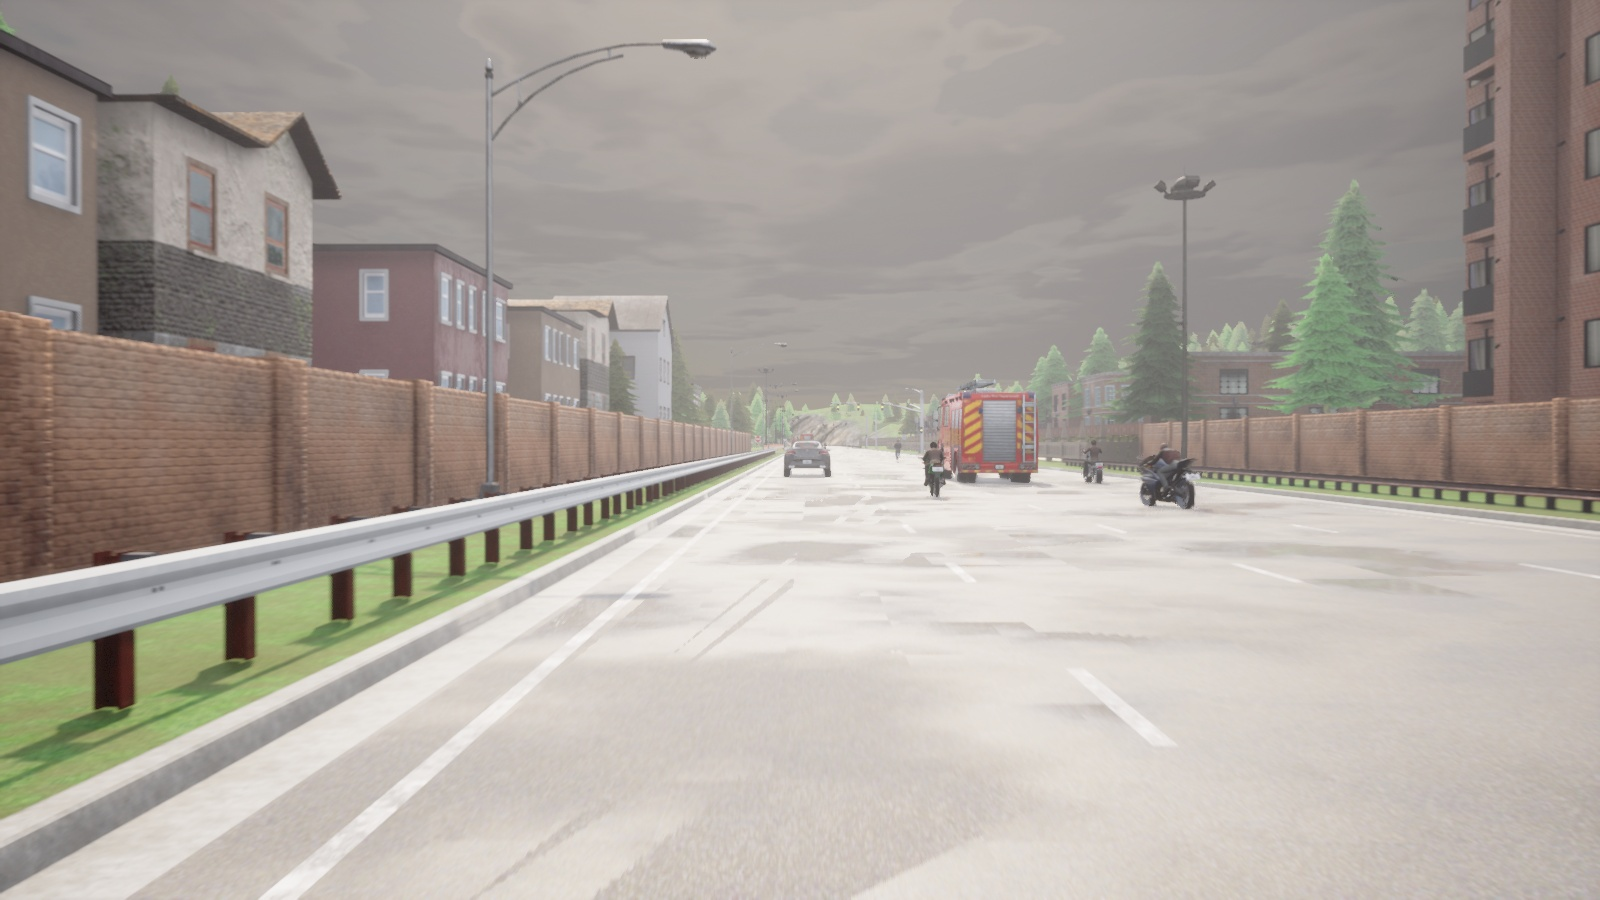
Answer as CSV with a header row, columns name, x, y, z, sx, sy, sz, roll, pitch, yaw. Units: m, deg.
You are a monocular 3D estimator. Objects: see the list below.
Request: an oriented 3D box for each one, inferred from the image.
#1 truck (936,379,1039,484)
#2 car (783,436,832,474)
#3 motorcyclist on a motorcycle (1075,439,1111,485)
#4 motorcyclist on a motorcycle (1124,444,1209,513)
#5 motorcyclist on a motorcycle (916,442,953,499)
name,x,y,z,sx,sy,sz,roll,pitch,yaw
truck,7.296,-0.696,50.092,2.891,3.827,8.468,0,0,0
car,0.337,0.198,57.737,2.152,1.651,5.027,0,0,0
motorcyclist on a motorcycle,10.773,0.443,46.241,0.766,1.649,2.350,0,0,0
motorcyclist on a motorcycle,8.390,0.625,28.869,0.866,1.530,2.191,0,0,-16
motorcyclist on a motorcycle,3.709,0.535,34.717,0.797,1.523,2.044,0,0,0
